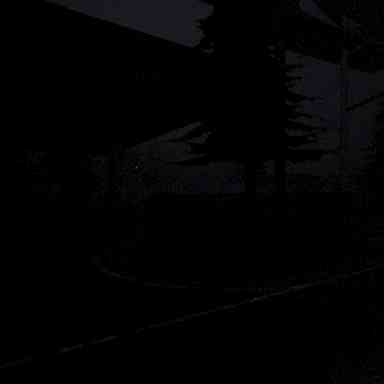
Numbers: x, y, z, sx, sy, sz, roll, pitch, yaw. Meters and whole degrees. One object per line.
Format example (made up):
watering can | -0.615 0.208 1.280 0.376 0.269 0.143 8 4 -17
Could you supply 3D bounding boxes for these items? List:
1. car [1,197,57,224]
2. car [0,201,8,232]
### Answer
car | -11.783 1.315 23.603 3.866 1.878 1.905 0 0 -36
car | -11.998 1.480 16.473 4.611 1.667 2.242 0 0 -36
